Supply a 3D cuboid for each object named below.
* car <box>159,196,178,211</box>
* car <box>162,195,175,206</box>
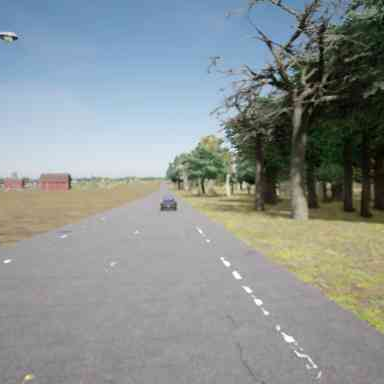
[{"bbox_3d":[-2.668,1.295,38.046,2.128,1.511,4.902,-1,0,-4],"label":"car"},{"bbox_3d":[-3.454,1.236,48.361,1.812,1.442,4.674,-1,1,-4],"label":"car"}]
